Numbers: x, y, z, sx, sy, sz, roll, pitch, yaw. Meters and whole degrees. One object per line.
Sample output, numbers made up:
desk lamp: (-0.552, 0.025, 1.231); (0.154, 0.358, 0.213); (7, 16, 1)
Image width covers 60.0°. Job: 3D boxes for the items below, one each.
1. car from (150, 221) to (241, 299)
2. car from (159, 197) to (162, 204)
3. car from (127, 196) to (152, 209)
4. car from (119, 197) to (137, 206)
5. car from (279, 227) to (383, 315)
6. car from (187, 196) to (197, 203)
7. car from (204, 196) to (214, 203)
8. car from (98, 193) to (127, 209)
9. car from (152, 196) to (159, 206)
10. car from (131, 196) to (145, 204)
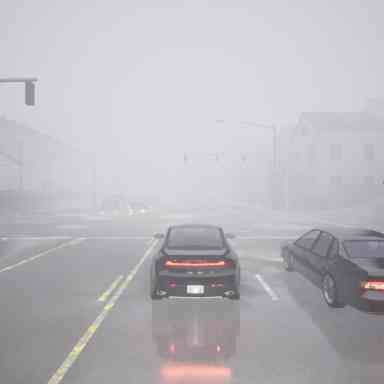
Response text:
car: (0.075, 1.505, 8.410); (1.837, 1.490, 4.892); (0, 0, 0)
car: (-7.038, 1.547, 65.055); (2.033, 1.411, 5.357); (0, 0, 1)
car: (-7.098, 1.477, 45.189); (1.882, 1.535, 5.008); (0, 0, 0)
car: (-10.587, 1.547, 55.221); (2.033, 1.411, 5.357); (0, 0, 0)
car: (3.575, 1.547, 7.834); (2.033, 1.411, 5.357); (0, 0, 0)
car: (0.001, 1.547, 69.176); (2.033, 1.411, 5.357); (0, 0, 0)
car: (3.499, 1.545, 69.176); (2.033, 1.411, 5.357); (0, 0, 0)
car: (-10.600, 1.221, 44.974); (2.150, 2.045, 5.566); (0, 0, 0)
car: (-7.090, 1.505, 54.644); (1.837, 1.490, 4.892); (0, 0, 0)
car: (-10.533, 1.505, 65.412); (1.837, 1.490, 4.892); (0, 0, 0)
